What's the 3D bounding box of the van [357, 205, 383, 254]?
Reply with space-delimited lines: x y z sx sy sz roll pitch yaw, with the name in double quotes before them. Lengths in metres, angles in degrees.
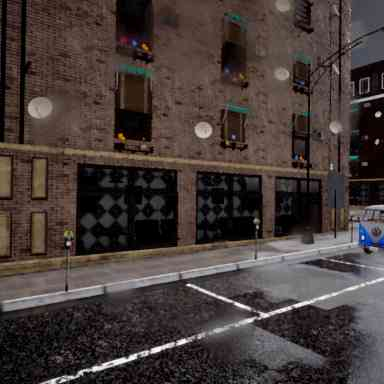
"van" 7.671 1.345 12.104 3.998 1.788 1.690 0 1 -35
